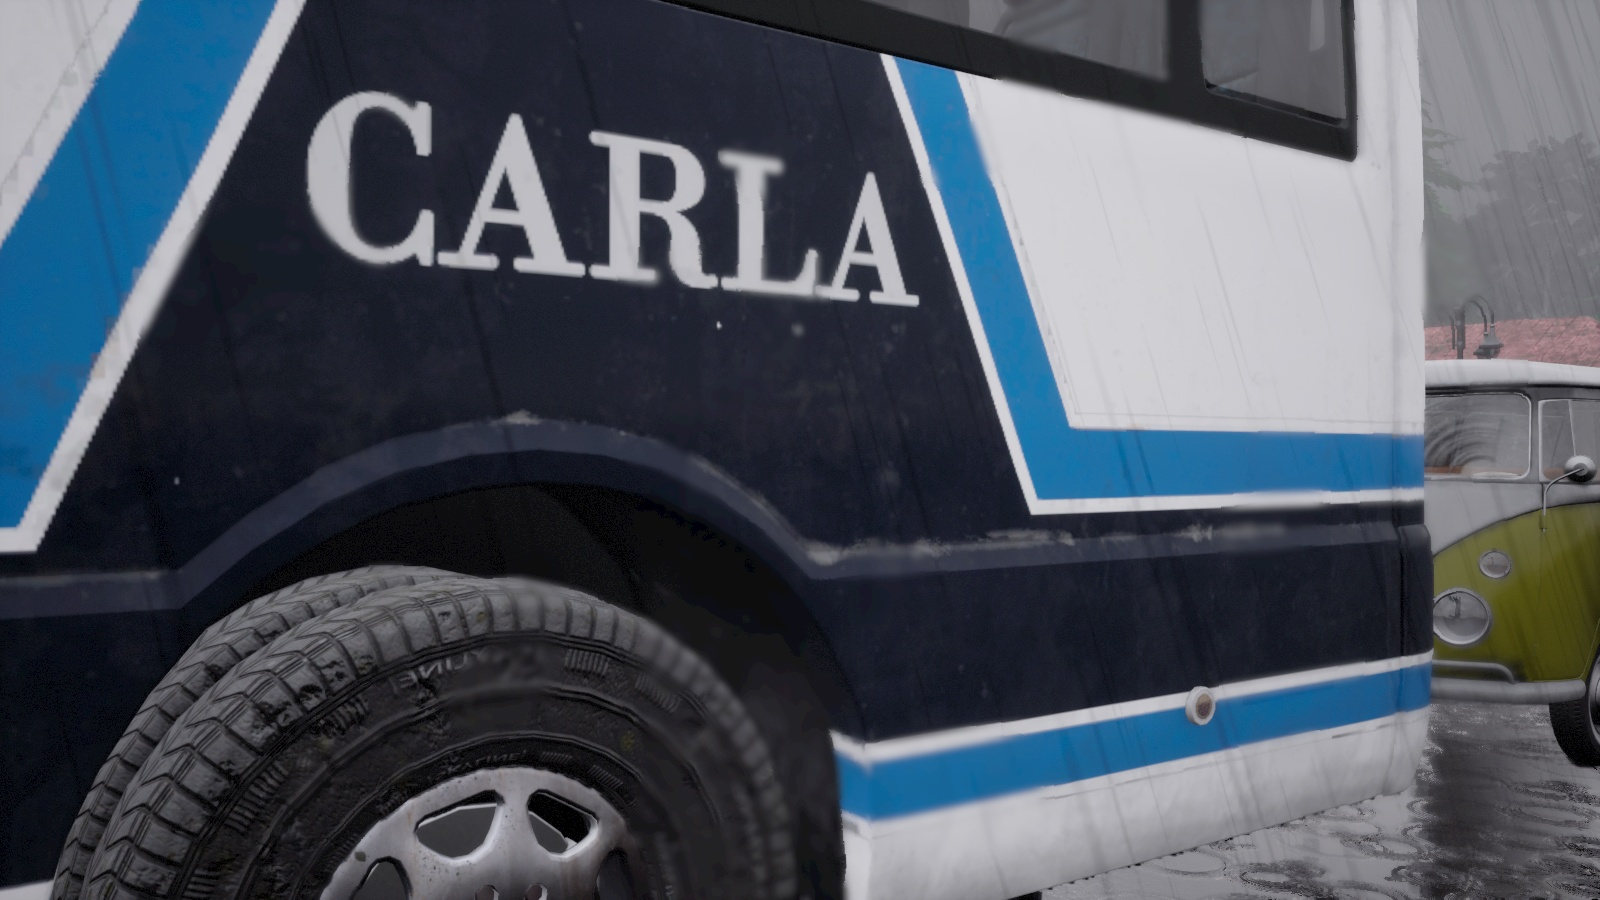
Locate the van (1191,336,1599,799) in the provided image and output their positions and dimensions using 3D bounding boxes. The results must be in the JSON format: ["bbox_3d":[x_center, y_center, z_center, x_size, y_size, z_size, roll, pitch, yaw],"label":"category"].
[{"bbox_3d":[4.460,0.506,7.382,4.442,1.987,1.775,0,0,-35],"label":"van"}]

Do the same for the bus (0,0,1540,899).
[{"bbox_3d":[-3.492,-0.620,1.849,10.273,4.253,3.944,0,0,-35],"label":"bus"}]
